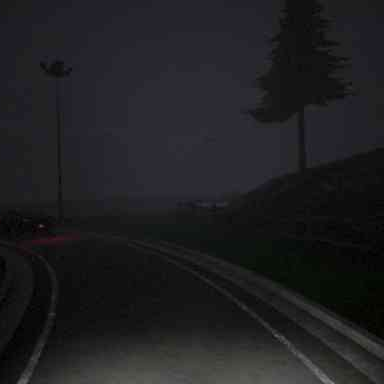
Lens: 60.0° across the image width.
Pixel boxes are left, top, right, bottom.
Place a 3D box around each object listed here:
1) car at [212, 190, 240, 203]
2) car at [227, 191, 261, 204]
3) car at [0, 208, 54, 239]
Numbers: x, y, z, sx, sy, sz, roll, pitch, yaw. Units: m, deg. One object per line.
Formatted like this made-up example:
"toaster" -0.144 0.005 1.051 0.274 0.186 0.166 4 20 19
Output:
"car" 5.981 0.781 55.743 5.566 2.045 2.150 -2 0 -34
"car" 8.317 1.076 53.106 4.181 1.385 1.994 -2 0 -34
"car" -9.693 1.634 18.622 5.008 1.535 1.882 -1 0 38
